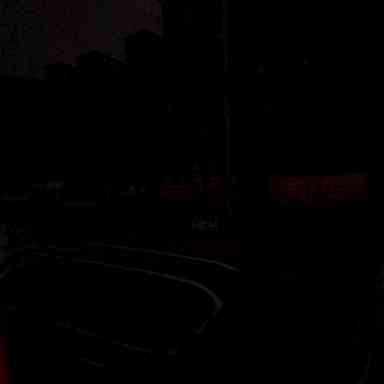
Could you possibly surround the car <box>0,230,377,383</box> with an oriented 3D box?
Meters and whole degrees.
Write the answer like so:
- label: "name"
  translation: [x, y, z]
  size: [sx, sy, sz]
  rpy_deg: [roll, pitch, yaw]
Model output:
- label: "car"
  translation: [-0.860, 1.341, 3.438]
  size: [5.009, 1.841, 2.192]
  rpy_deg: [-1, -1, 35]
